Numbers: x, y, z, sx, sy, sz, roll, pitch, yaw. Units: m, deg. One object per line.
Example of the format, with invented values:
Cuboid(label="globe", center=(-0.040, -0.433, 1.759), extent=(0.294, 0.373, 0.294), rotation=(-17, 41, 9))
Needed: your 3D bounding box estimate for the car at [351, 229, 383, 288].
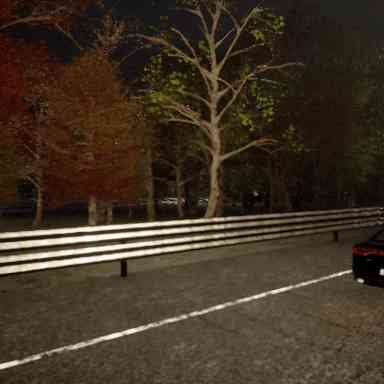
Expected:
Cuboid(label="car", center=(5.816, 1.411, 7.946), extent=(5.008, 1.535, 1.882), rotation=(-1, 0, -36))
